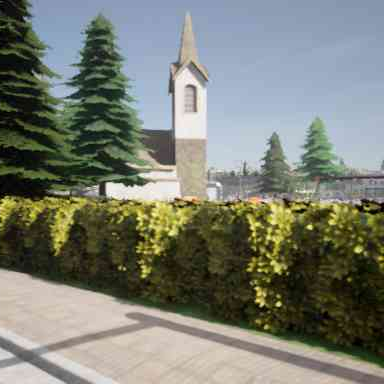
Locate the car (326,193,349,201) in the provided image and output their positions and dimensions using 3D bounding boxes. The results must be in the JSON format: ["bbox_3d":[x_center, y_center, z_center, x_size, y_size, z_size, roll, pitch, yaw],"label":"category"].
[{"bbox_3d":[36.597,1.427,83.661,3.633,1.501,1.845,0,0,35],"label":"car"}]

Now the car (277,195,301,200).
[{"bbox_3d":[21.749,1.491,75.779,4.514,1.523,2.007,0,0,35],"label":"car"}]
